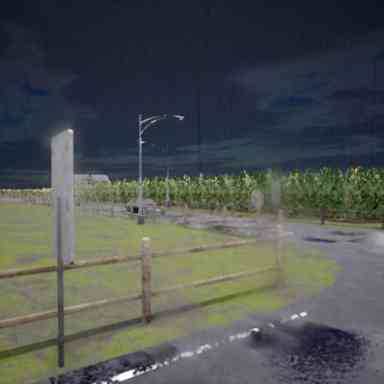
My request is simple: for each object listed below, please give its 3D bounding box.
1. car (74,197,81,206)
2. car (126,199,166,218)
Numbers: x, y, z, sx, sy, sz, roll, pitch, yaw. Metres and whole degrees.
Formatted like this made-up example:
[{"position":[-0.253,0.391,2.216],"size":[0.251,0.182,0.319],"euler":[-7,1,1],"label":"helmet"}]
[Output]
[{"position":[-17.544,1.386,47.923],"size":[1.994,1.385,4.181],"euler":[-1,1,-36],"label":"car"},{"position":[-4.164,1.396,29.717],"size":[2.128,1.511,4.902],"euler":[-1,1,-36],"label":"car"}]
